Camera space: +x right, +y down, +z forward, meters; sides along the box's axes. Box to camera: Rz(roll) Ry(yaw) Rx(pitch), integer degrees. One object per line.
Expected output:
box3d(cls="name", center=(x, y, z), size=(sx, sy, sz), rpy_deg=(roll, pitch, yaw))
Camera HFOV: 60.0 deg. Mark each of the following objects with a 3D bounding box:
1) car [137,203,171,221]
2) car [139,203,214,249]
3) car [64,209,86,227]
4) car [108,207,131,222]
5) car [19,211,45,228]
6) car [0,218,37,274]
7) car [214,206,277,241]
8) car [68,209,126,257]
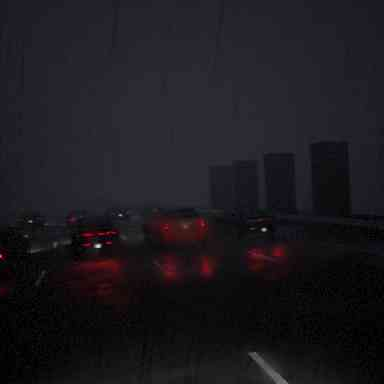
box3d(cls="car", center=(-3.764, 1.854, 31.951), size=(1.837, 1.490, 4.892), rpy_deg=(-2, 0, -24))
box3d(cls="car", center=(-0.957, 1.482, 15.634), size=(2.097, 1.767, 4.553), rpy_deg=(-2, 0, -19))
box3d(cls="car", center=(-9.304, 2.118, 27.215), size=(2.033, 1.411, 5.357), rpy_deg=(-2, 0, -24))
box3d(cls="car", center=(-7.040, 2.053, 30.716), size=(1.994, 1.385, 4.181), rpy_deg=(-2, 0, -24))
box3d(cls="car", center=(-13.498, 2.328, 28.028), size=(1.994, 1.385, 4.181), rpy_deg=(-2, 0, -24))
box3d(cls="car", center=(-6.910, 1.922, 11.512), size=(2.033, 1.411, 5.357), rpy_deg=(-2, 0, -19))
box3d(cls="car", center=(2.346, 1.480, 16.802), size=(2.128, 1.511, 4.902), rpy_deg=(-2, 0, -19))
box3d(cls="car", center=(-4.303, 1.781, 14.637), size=(1.837, 1.490, 4.892), rpy_deg=(-2, 0, -19))
